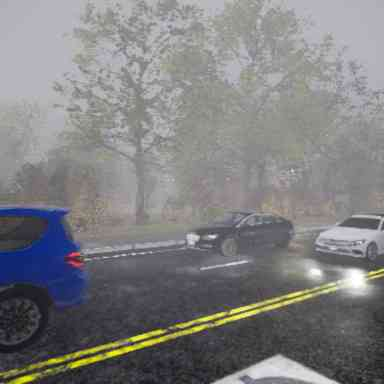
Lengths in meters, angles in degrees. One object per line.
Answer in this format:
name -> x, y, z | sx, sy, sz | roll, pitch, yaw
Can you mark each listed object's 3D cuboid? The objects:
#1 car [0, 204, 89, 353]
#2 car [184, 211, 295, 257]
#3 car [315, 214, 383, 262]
car -> -4.309, 1.215, 4.600 | 5.566, 2.045, 2.150 | 1, 0, -35
car -> 1.975, 1.508, 13.057 | 4.902, 1.511, 2.128 | 0, 0, -35
car -> 6.551, 1.559, 12.313 | 4.674, 1.442, 1.812 | -1, 0, -35
